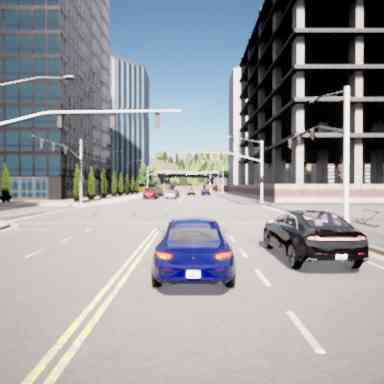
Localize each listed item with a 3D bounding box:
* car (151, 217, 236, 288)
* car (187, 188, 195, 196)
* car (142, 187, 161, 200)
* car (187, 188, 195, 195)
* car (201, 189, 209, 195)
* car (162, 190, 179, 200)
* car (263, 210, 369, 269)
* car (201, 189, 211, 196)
[{"bbox_3d":[0.042,1.372,8.693,1.812,1.442,4.674,0,1,0],"label":"car"},{"bbox_3d":[-0.161,0.226,78.620,1.895,1.301,4.718,0,1,0],"label":"car"},{"bbox_3d":[-7.172,0.221,57.562,2.150,2.045,5.566,0,1,0],"label":"car"},{"bbox_3d":[-0.179,-0.179,87.318,2.097,1.767,4.553,0,1,0],"label":"car"},{"bbox_3d":[3.321,-0.035,87.357,1.837,1.490,4.892,0,1,0],"label":"car"},{"bbox_3d":[-3.678,0.527,57.402,1.812,1.442,4.674,0,1,0],"label":"car"},{"bbox_3d":[3.558,1.308,10.416,2.128,1.511,4.902,0,1,-1],"label":"car"},{"bbox_3d":[3.340,0.161,78.284,1.812,1.442,4.674,0,1,0],"label":"car"}]
